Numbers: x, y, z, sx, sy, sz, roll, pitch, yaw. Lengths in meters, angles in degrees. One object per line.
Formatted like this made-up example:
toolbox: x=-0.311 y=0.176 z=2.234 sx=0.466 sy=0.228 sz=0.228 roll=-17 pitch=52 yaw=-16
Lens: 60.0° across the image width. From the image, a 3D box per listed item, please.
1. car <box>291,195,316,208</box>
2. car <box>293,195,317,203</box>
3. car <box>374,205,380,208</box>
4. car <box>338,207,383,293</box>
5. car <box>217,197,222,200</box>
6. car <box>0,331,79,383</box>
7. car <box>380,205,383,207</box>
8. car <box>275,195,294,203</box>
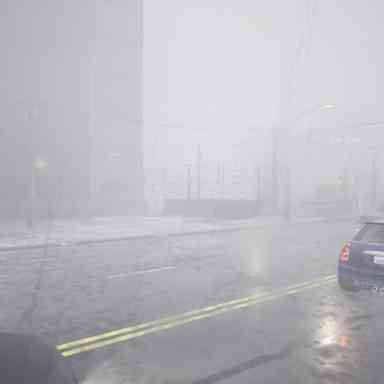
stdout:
car: x=15.334 y=1.254 z=46.213 sx=4.553 sy=1.767 sz=2.185 roll=0 pitch=0 yaw=-36
car: x=22.214 y=1.420 z=65.285 sx=4.674 sy=1.452 sz=2.002 roll=0 pitch=0 yaw=-36
car: x=12.906 y=1.547 z=21.843 sx=5.357 sy=1.411 sz=2.033 roll=0 pitch=0 yaw=-36
car: x=5.425 y=1.352 z=7.678 sx=4.553 sy=1.767 sz=2.097 roll=0 pitch=0 yaw=-35
car: x=4.575 y=1.575 z=60.769 sx=4.718 sy=1.301 sz=1.895 roll=0 pitch=0 yaw=-36
car: x=-2.712 y=1.564 z=1.809 sx=4.181 sy=1.385 sz=1.994 roll=0 pitch=0 yaw=-36
car: x=11.813 y=1.352 z=16.755 sx=4.553 sy=1.767 sz=2.097 roll=0 pitch=0 yaw=-36
car: x=19.301 y=1.452 z=69.281 sx=3.806 sy=1.475 sz=1.970 roll=0 pitch=0 yaw=-36
